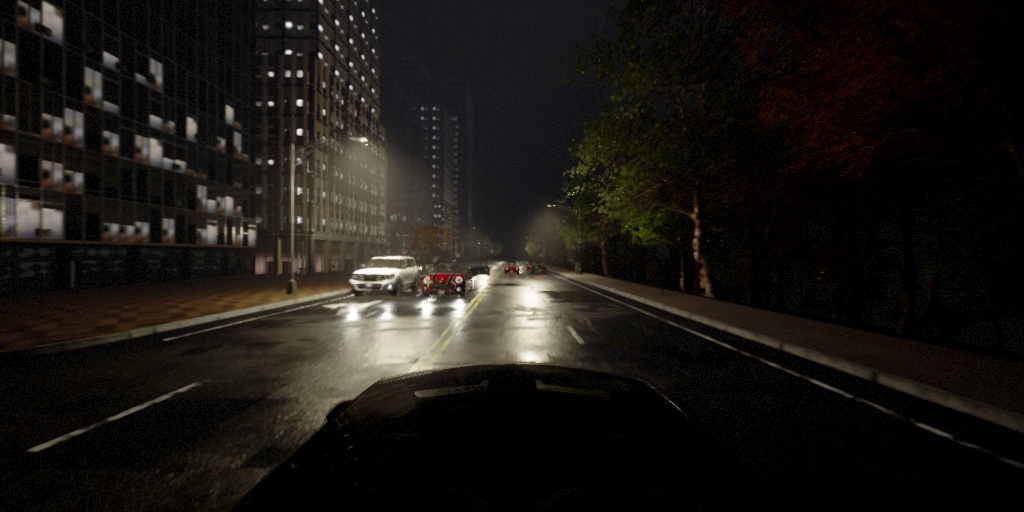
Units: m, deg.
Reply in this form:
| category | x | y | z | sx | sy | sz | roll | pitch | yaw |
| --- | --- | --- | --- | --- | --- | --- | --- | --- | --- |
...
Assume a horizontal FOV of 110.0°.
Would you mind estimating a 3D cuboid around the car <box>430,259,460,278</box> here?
| category | x | y | z | sx | sy | sz | roll | pitch | yaw |
| --- | --- | --- | --- | --- | --- | --- | --- | --- | --- |
| car | -6.587 | 1.221 | 35.753 | 2.097 | 1.767 | 4.553 | 0 | 0 | 0 |

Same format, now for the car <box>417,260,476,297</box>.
| category | x | y | z | sx | sy | sz | roll | pitch | yaw |
| --- | --- | --- | --- | --- | --- | --- | --- | --- | --- |
| car | -3.343 | 1.154 | 19.242 | 2.097 | 1.767 | 4.553 | 0 | 0 | 0 |

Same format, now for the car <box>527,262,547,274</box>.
| category | x | y | z | sx | sy | sz | roll | pitch | yaw |
| --- | --- | --- | --- | --- | --- | --- | --- | --- | --- |
| car | 3.243 | 1.474 | 44.436 | 1.837 | 1.490 | 4.892 | 0 | 0 | 0 |

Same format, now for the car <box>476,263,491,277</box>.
| category | x | y | z | sx | sy | sz | roll | pitch | yaw |
| --- | --- | --- | --- | --- | --- | --- | --- | --- | --- |
| car | -3.327 | 1.464 | 38.324 | 1.994 | 1.385 | 4.181 | 0 | 0 | 0 |

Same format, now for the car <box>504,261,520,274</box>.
| category | x | y | z | sx | sy | sz | roll | pitch | yaw |
| --- | --- | --- | --- | --- | --- | --- | --- | --- | --- |
| car | -0.013 | 1.549 | 44.228 | 1.895 | 1.301 | 4.718 | 0 | 0 | 0 |

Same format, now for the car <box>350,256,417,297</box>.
| category | x | y | z | sx | sy | sz | roll | pitch | yaw |
| --- | --- | --- | --- | --- | --- | --- | --- | --- | --- |
| car | -6.595 | 1.007 | 19.298 | 2.150 | 2.045 | 5.566 | 0 | -1 | 0 |
